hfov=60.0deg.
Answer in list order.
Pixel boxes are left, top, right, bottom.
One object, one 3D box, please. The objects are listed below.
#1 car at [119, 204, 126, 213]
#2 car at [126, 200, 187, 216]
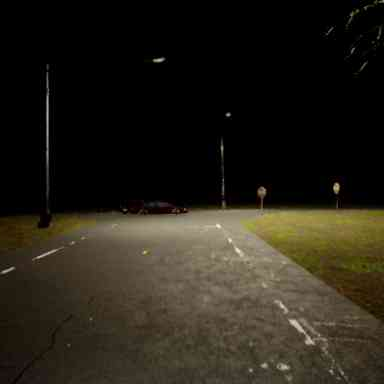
[{"bbox_3d":[-5.917,1.631,38.419,5.008,1.535,1.882,-1,-1,0],"label":"car"},{"bbox_3d":[-3.157,1.551,31.429,5.357,1.411,2.033,0,-1,0],"label":"car"}]
